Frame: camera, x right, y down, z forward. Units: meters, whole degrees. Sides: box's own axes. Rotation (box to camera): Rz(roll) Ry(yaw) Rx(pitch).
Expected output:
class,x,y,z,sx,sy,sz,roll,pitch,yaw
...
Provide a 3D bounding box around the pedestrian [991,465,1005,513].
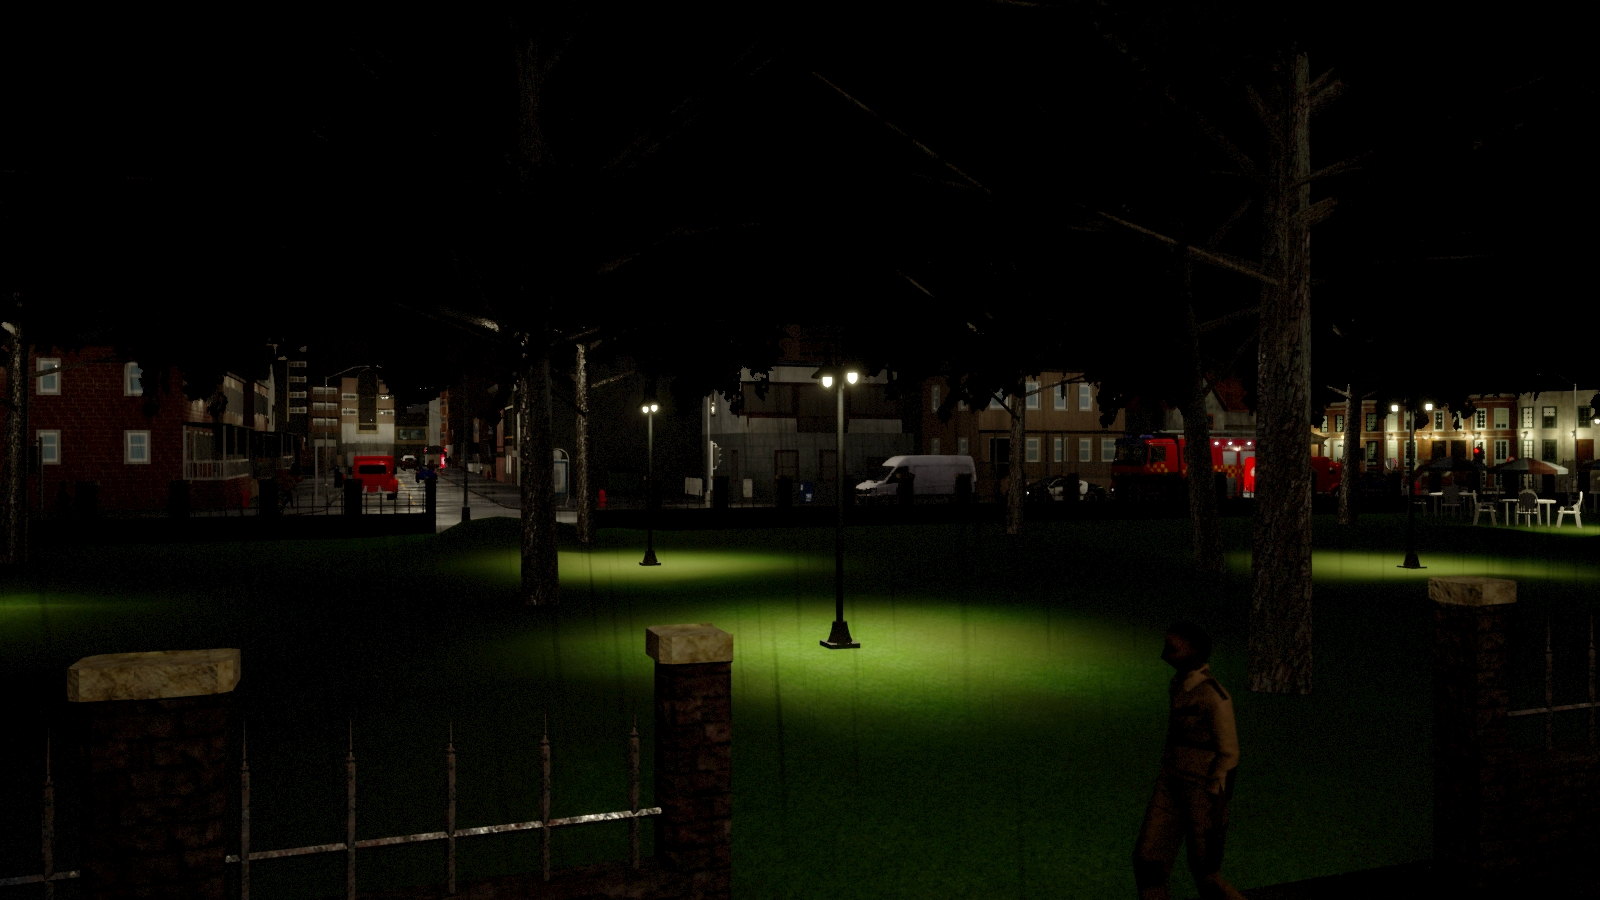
class,x,y,z,sx,sy,sz,roll,pitch,yaw
pedestrian,7.792,1.525,44.957,0.375,1.860,0.375,0,0,-20

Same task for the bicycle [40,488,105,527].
class,x,y,z,sx,sy,sz,roll,pitch,yaw
bicycle,-24.661,1.940,38.770,1.835,1.271,0.329,0,0,-20

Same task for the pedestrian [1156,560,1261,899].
class,x,y,z,sx,sy,sz,roll,pitch,yaw
pedestrian,2.130,1.525,5.978,0.375,1.860,0.375,0,0,-14
